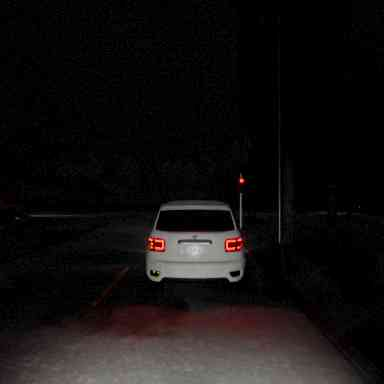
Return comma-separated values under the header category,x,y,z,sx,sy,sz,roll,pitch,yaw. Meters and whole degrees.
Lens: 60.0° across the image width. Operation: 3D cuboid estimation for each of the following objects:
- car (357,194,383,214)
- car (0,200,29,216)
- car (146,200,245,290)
category,x,y,z,sx,sy,sz,roll,pitch,yaw
car,20.225,1.222,34.627,5.566,2.045,2.150,0,0,0
car,-17.798,1.478,30.795,5.008,1.535,1.882,0,0,1
car,0.103,1.221,9.207,2.150,2.045,5.566,0,0,1
